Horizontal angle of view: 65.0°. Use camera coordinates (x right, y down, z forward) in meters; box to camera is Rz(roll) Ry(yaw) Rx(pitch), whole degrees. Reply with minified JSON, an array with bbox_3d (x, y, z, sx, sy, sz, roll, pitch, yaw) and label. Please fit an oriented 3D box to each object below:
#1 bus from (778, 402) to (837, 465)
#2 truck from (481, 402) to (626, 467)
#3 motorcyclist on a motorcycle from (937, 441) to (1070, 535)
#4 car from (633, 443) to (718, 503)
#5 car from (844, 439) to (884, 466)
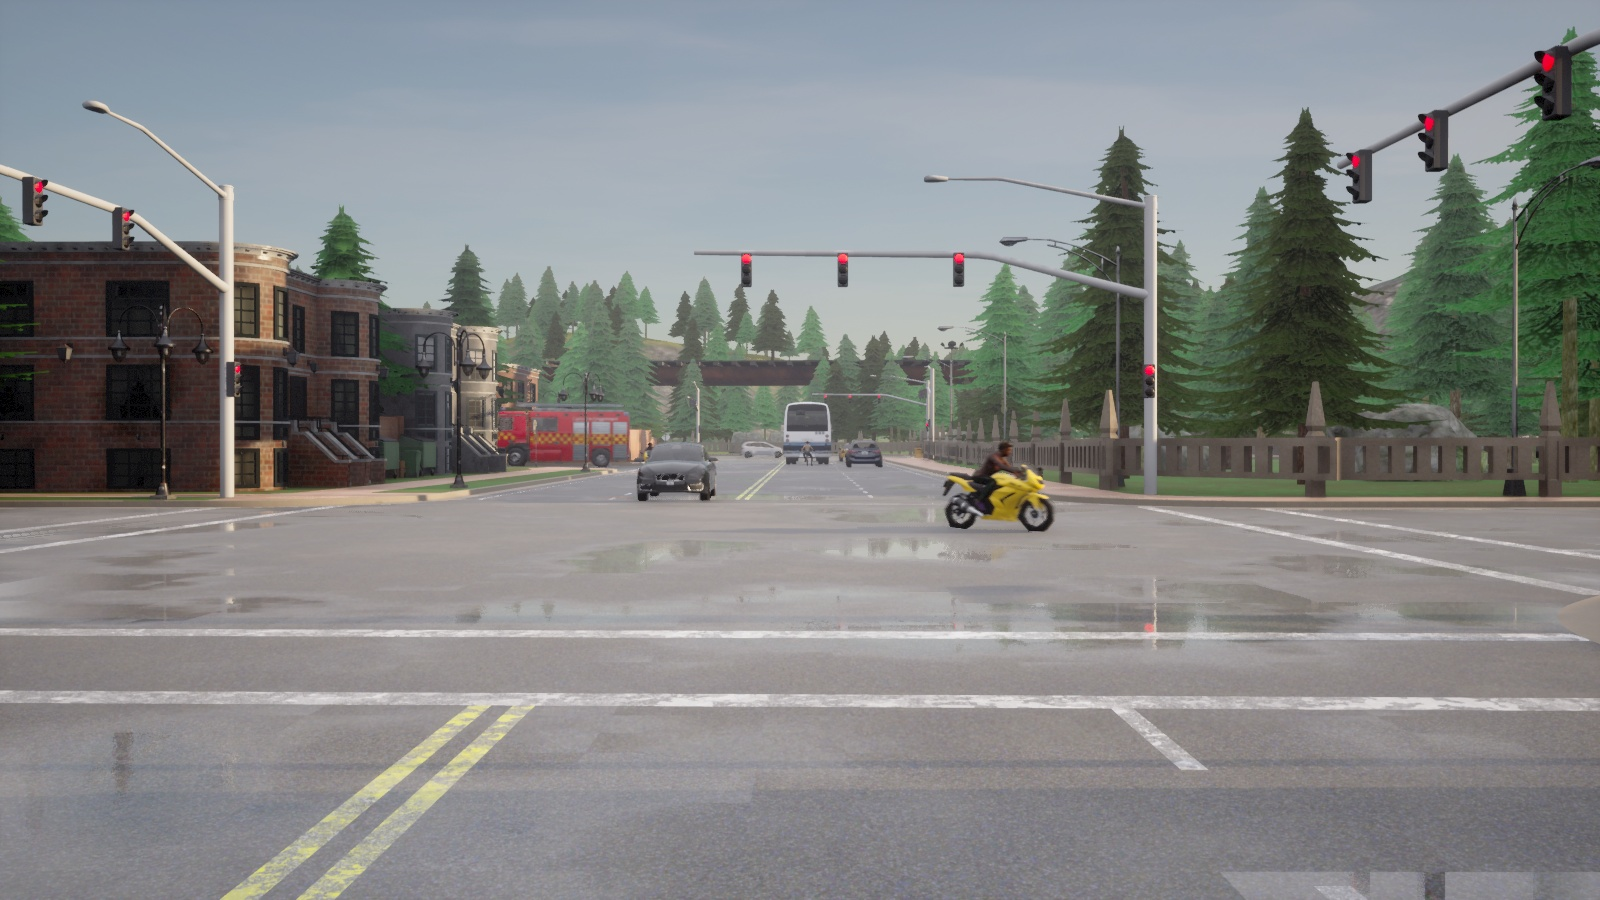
[{"bbox_3d":[0.524,-1.136,89.810,3.944,4.253,10.273,0,0,0],"label":"bus"},{"bbox_3d":[-14.883,-0.894,76.234,8.468,3.827,2.891,0,0,-9],"label":"truck"},{"bbox_3d":[3.402,0.612,21.091,2.044,1.523,0.797,0,-1,34],"label":"motorcyclist on a motorcycle"},{"bbox_3d":[-3.261,0.559,33.651,1.837,1.490,4.892,0,0,-1],"label":"car"},{"bbox_3d":[3.958,0.151,78.388,2.242,1.667,4.611,0,0,0],"label":"car"}]
